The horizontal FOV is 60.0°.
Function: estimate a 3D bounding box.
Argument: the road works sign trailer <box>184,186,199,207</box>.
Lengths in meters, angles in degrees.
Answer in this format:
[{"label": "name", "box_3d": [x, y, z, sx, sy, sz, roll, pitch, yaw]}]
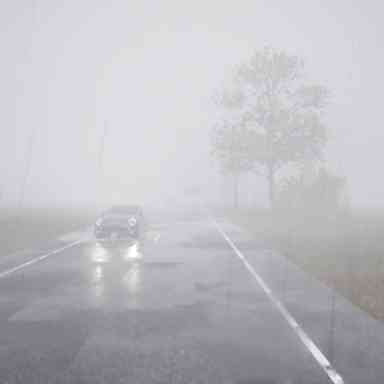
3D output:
[{"label": "road works sign trailer", "box_3d": [0.004, 0.707, 57.371, 2.380, 3.560, 2.880, 0, 0, 0]}]

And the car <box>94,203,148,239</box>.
[{"label": "car", "box_3d": [-3.597, 1.419, 17.600, 2.097, 1.767, 4.553, 0, 0, 0]}]

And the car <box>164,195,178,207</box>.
[{"label": "car", "box_3d": [-3.542, 1.466, 58.049, 2.150, 2.045, 5.566, 0, 0, 1]}]
